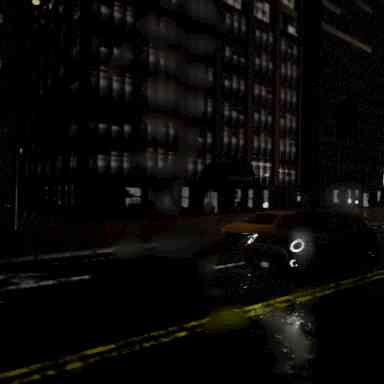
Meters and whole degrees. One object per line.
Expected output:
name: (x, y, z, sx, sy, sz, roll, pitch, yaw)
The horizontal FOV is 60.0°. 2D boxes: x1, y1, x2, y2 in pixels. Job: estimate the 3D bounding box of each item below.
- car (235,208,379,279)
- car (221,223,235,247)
car: (3.819, 1.407, 10.400, 4.553, 1.767, 2.097, 0, 0, -35)
car: (3.485, 1.544, 14.155, 5.008, 1.535, 1.882, 0, 0, -35)
